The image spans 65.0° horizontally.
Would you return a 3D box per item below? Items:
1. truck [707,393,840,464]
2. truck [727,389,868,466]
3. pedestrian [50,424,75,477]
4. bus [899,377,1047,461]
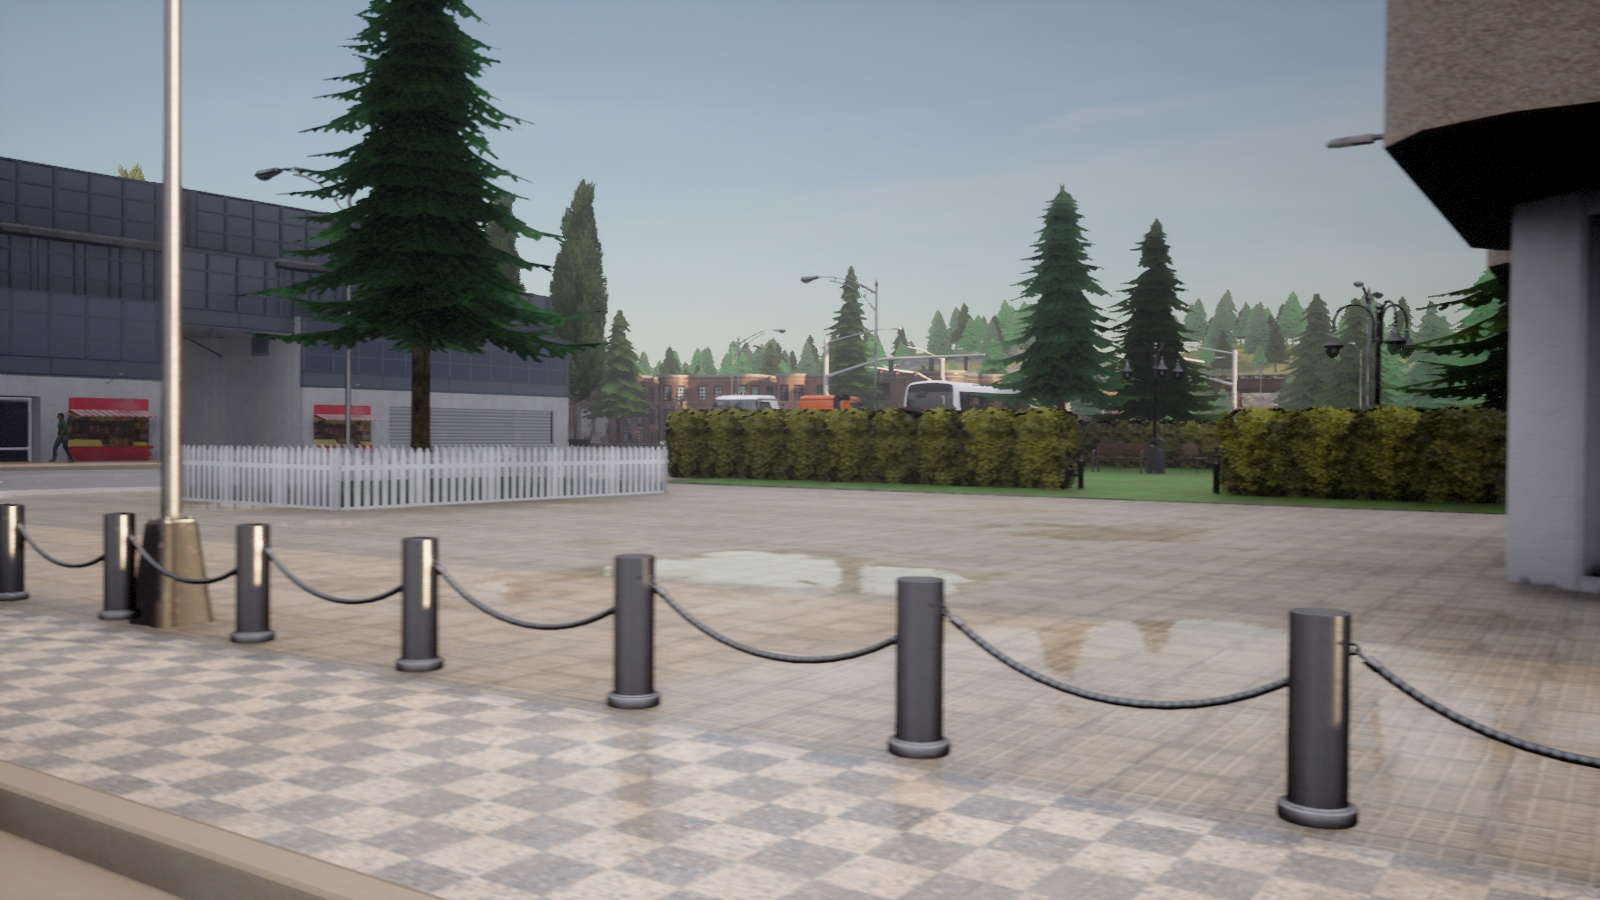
[{"bbox_3d":[-1.237,-1.131,65.328,2.891,3.462,7.936,0,1,34],"label":"truck"},{"bbox_3d":[0.029,-1.082,60.927,2.891,3.462,7.936,0,1,34],"label":"truck"},{"bbox_3d":[-26.025,0.021,44.313,0.353,1.847,0.614,0,1,32],"label":"pedestrian"},{"bbox_3d":[9.683,-1.676,69.068,3.944,4.253,10.273,0,1,34],"label":"bus"}]
